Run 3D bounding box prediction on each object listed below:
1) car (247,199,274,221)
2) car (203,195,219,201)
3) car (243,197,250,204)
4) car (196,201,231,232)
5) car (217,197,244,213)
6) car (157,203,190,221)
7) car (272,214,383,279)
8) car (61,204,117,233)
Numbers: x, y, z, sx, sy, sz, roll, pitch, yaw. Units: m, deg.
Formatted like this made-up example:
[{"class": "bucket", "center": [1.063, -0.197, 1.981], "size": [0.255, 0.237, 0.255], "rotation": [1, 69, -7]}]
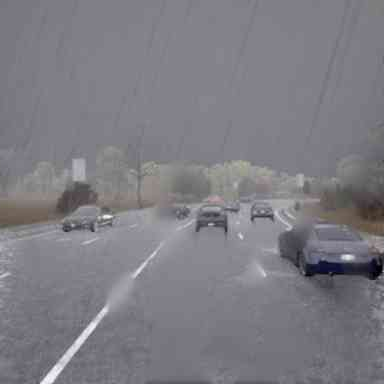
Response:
[{"class": "car", "center": [5.863, 1.600, 27.942], "size": [2.033, 1.411, 5.357], "rotation": [0, 0, 10]}, {"class": "car", "center": [3.575, 1.432, 59.304], "size": [2.097, 1.767, 4.553], "rotation": [0, 0, 21]}, {"class": "car", "center": [10.394, 1.650, 66.455], "size": [2.033, 1.411, 5.357], "rotation": [0, 0, 24]}, {"class": "car", "center": [1.310, 1.536, 20.532], "size": [1.837, 1.490, 4.892], "rotation": [0, 0, 6]}, {"class": "car", "center": [4.516, 1.627, 38.379], "size": [1.994, 1.385, 4.181], "rotation": [0, 0, 14]}, {"class": "car", "center": [-1.446, 1.635, 27.707], "size": [1.895, 1.301, 4.718], "rotation": [0, 0, 9]}, {"class": "car", "center": [3.952, 1.585, 10.202], "size": [1.994, 1.385, 4.181], "rotation": [0, 0, 3]}, {"class": "car", "center": [-5.998, 1.519, 19.900], "size": [1.837, 1.490, 4.892], "rotation": [0, 0, 6]}]
